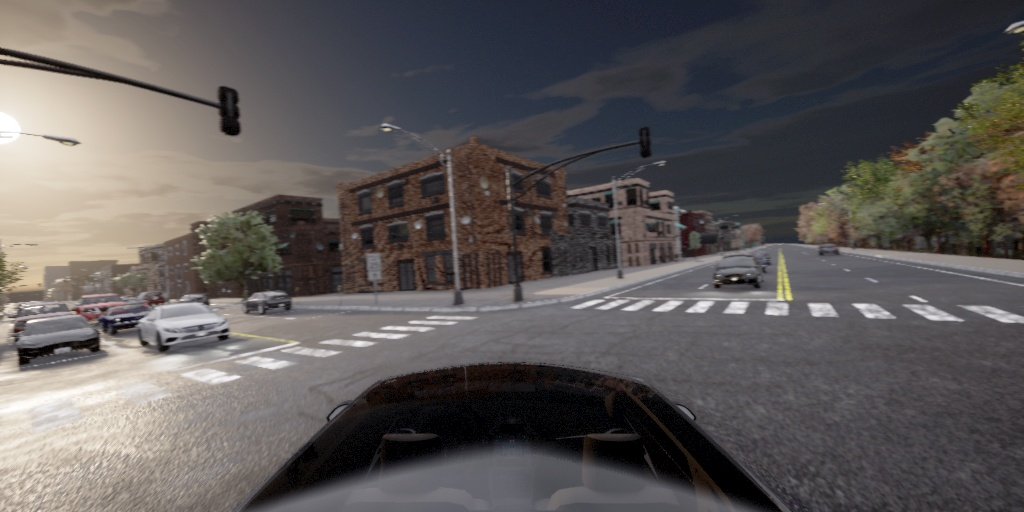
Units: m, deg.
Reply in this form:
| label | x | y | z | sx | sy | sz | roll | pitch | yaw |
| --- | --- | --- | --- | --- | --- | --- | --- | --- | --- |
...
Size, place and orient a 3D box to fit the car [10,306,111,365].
| label | x | y | z | sx | sy | sz | roll | pitch | yaw |
| --- | --- | --- | --- | --- | --- | --- | --- | --- | --- |
| car | -16.347 | 2.865 | 12.934 | 4.313 | 1.339 | 1.948 | 0 | 0 | 36 |

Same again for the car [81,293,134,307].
| label | x | y | z | sx | sy | sz | roll | pitch | yaw |
| --- | --- | --- | --- | --- | --- | --- | --- | --- | --- |
| car | -29.280 | 3.743 | 25.573 | 5.566 | 2.045 | 2.150 | -5 | -1 | 36 |

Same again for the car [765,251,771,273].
| label | x | y | z | sx | sy | sz | roll | pitch | yaw |
| --- | --- | --- | --- | --- | --- | --- | --- | --- | --- |
| car | 17.208 | 0.519 | 25.795 | 1.895 | 1.301 | 4.718 | -4 | -1 | 37 |

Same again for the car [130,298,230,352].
| label | x | y | z | sx | sy | sz | roll | pitch | yaw |
| --- | --- | --- | --- | --- | --- | --- | --- | --- | --- |
| car | -12.266 | 2.489 | 13.315 | 4.674 | 1.442 | 1.812 | -5 | -1 | 35 |

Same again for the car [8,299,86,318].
| label | x | y | z | sx | sy | sz | roll | pitch | yaw |
| --- | --- | --- | --- | --- | --- | --- | --- | --- | --- |
| car | -24.696 | 3.380 | 18.990 | 5.009 | 1.841 | 2.192 | 0 | 0 | 36 |

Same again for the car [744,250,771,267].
| label | x | y | z | sx | sy | sz | roll | pitch | yaw |
| --- | --- | --- | --- | --- | --- | --- | --- | --- | --- |
| car | 23.249 | 0.223 | 33.881 | 1.895 | 1.301 | 4.718 | -4 | -1 | 37 |

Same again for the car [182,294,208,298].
| label | x | y | z | sx | sy | sz | roll | pitch | yaw |
| --- | --- | --- | --- | --- | --- | --- | --- | --- | --- |
| car | -28.690 | 4.112 | 32.336 | 4.403 | 1.370 | 2.007 | 0 | 0 | 36 |

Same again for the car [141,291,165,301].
| label | x | y | z | sx | sy | sz | roll | pitch | yaw |
| --- | --- | --- | --- | --- | --- | --- | --- | --- | --- |
| car | -42.722 | 5.162 | 42.441 | 5.009 | 1.841 | 2.192 | 0 | 0 | 36 |

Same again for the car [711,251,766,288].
| label | x | y | z | sx | sy | sz | roll | pitch | yaw |
| --- | --- | --- | --- | --- | --- | --- | --- | --- | --- |
| car | 11.273 | 0.713 | 17.846 | 1.837 | 1.490 | 4.892 | -4 | -1 | 37 |

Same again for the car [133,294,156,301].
| label | x | y | z | sx | sy | sz | roll | pitch | yaw |
| --- | --- | --- | --- | --- | --- | --- | --- | --- | --- |
| car | -37.819 | 4.903 | 35.687 | 5.357 | 1.411 | 2.033 | -5 | -1 | 35 |

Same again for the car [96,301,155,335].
| label | x | y | z | sx | sy | sz | roll | pitch | yaw |
| --- | --- | --- | --- | --- | --- | --- | --- | --- | --- |
| car | -20.371 | 3.308 | 19.157 | 4.718 | 1.301 | 1.895 | -5 | -1 | 36 |

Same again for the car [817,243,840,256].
| label | x | y | z | sx | sy | sz | roll | pitch | yaw |
| --- | --- | --- | --- | --- | --- | --- | --- | --- | --- |
| car | 40.459 | -0.854 | 45.893 | 2.128 | 1.511 | 4.902 | -4 | -1 | 37 |

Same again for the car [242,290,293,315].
| label | x | y | z | sx | sy | sz | roll | pitch | yaw |
| --- | --- | --- | --- | --- | --- | --- | --- | --- | --- |
| car | -15.787 | 2.931 | 23.175 | 4.403 | 1.370 | 2.007 | 0 | 0 | 36 |
